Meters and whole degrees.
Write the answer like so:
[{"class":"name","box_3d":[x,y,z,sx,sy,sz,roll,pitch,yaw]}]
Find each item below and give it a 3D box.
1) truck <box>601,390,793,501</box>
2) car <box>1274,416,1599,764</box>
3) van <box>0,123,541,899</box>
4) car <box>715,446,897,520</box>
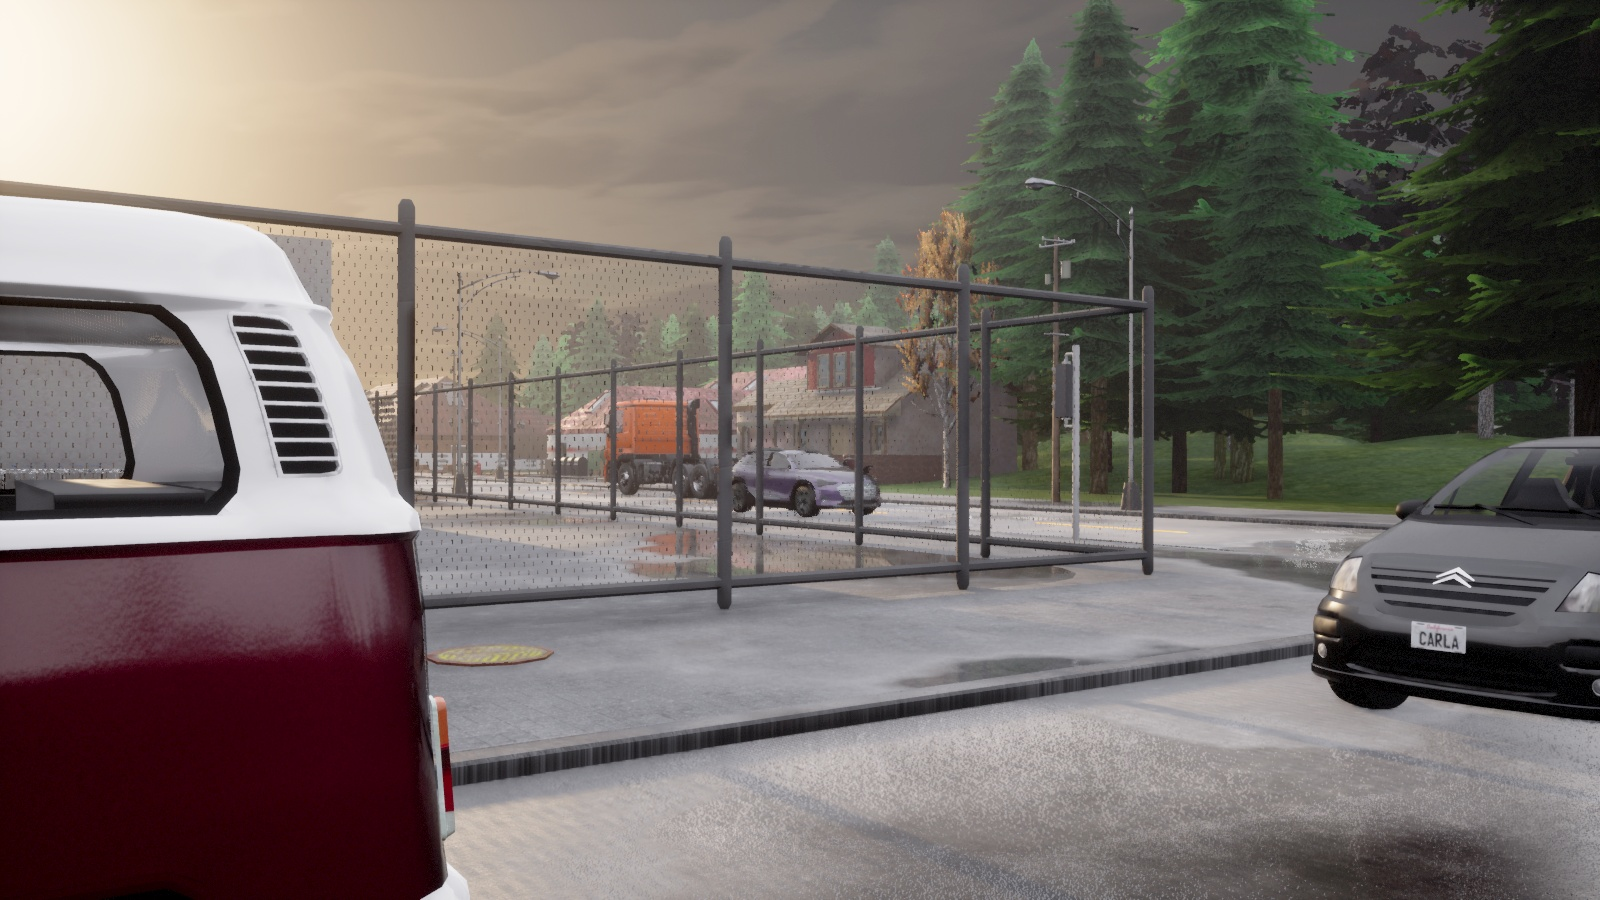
[{"class":"truck","box_3d":[-3.727,-0.123,43.236,2.891,3.462,7.936,0,0,-36]},{"class":"car","box_3d":[4.842,0.651,7.619,3.988,1.617,1.851,0,0,-38]},{"class":"van","box_3d":[-2.974,0.480,2.203,4.480,2.038,2.069,0,0,-35]},{"class":"car","box_3d":[0.054,0.750,30.735,2.033,1.649,4.856,0,0,-35]}]
